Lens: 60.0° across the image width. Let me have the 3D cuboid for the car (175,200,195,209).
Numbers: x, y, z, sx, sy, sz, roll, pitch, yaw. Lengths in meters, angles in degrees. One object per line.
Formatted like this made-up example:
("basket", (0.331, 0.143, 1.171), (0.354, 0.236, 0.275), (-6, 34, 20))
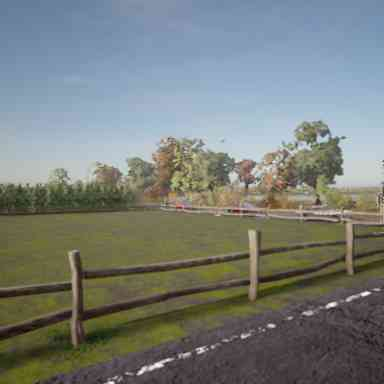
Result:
("car", (-1.215, 2.139, 57.282), (2.128, 1.511, 4.902), (0, -1, -17))

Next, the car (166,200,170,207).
("car", (-4.082, 2.294, 67.277), (1.812, 1.442, 4.674), (0, -1, -16))

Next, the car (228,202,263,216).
("car", (5.967, 1.924, 37.671), (1.812, 1.442, 4.674), (-1, 0, -34))

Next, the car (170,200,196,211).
("car", (-1.155, 2.059, 49.573), (1.882, 1.535, 5.008), (0, 0, -25))

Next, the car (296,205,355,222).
("car", (11.720, 1.859, 29.349), (1.895, 1.301, 4.718), (-1, 0, -35))
